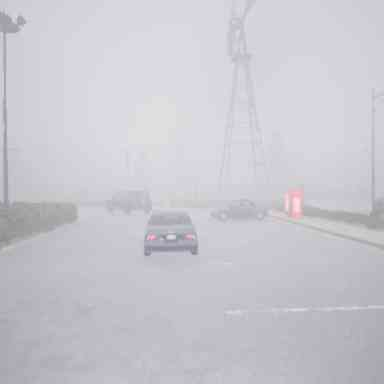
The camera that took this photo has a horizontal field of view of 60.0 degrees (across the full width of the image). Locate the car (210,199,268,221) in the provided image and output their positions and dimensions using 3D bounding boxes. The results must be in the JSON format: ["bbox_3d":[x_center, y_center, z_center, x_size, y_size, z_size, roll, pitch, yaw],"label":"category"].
[{"bbox_3d":[3.189,1.177,22.980,3.905,1.438,1.784,0,1,-4],"label":"car"}]

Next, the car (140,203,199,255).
[{"bbox_3d":[-0.809,1.375,12.499,2.033,1.411,5.357,0,1,-4],"label":"car"}]

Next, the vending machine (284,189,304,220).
[{"bbox_3d":[7.050,0.826,23.065,1.100,2.100,0.880,0,1,-4],"label":"vending machine"}]

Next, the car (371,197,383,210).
[{"bbox_3d":[15.917,1.051,25.198,4.193,1.474,1.816,0,1,-4],"label":"car"}]

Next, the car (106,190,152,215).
[{"bbox_3d":[-5.533,0.851,28.798,2.150,2.045,5.566,-1,1,-37],"label":"car"}]
